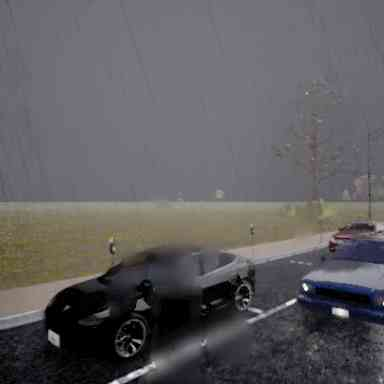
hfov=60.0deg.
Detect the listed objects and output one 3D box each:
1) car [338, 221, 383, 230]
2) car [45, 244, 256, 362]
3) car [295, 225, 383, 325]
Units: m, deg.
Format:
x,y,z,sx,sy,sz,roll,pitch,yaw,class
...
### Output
x,y,z,sx,sy,sz,roll,pitch,yaw,class
7.439,1.922,14.427,1.802,1.307,4.206,-1,-1,44,car
-0.454,1.748,6.332,1.947,1.339,4.313,-1,-1,44,car
4.408,1.728,7.657,2.033,1.411,5.357,-2,-2,44,car
